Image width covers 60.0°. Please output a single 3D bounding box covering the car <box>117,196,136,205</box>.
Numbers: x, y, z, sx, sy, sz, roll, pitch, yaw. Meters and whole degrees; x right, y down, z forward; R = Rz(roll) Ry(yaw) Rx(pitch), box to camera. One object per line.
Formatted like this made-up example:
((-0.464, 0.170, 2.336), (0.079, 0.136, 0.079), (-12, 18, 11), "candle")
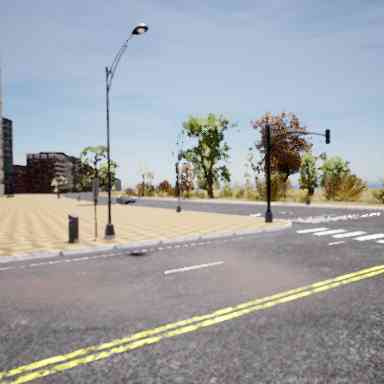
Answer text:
((-10.970, 1.306, 55.471), (2.033, 1.411, 5.357), (-1, 1, -30), "car")
